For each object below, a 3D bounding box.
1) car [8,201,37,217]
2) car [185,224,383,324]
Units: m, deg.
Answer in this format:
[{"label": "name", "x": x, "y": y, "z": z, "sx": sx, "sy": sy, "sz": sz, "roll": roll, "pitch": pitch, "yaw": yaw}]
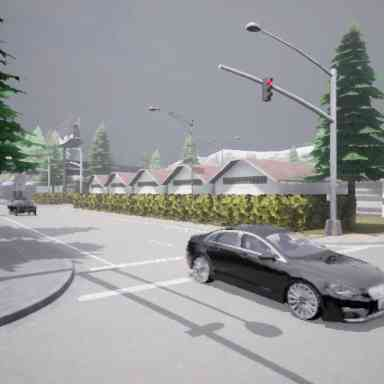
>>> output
[{"label": "car", "x": -16.311, "y": 1.513, "z": 32.018, "sx": 1.895, "sy": 1.301, "sz": 4.718, "roll": 0, "pitch": 0, "yaw": -36}, {"label": "car", "x": 1.767, "y": 1.557, "z": 7.536, "sx": 2.128, "sy": 1.511, "sz": 4.902, "roll": 0, "pitch": 1, "yaw": -36}]
